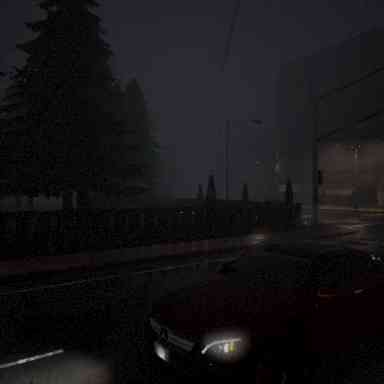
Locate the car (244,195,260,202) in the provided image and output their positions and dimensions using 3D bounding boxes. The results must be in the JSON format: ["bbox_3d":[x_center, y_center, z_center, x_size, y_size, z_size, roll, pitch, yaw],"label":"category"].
[{"bbox_3d":[13.855,1.469,76.265,1.812,1.442,4.674,0,0,36],"label":"car"}]

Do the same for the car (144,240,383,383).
[{"bbox_3d":[1.552,1.526,5.083,4.674,1.442,1.812,0,0,-36],"label":"car"}]

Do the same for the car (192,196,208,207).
[{"bbox_3d":[1.217,1.422,52.383,1.882,1.535,5.008,0,0,-6],"label":"car"}]

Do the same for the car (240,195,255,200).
[{"bbox_3d":[8.352,1.492,51.179,2.033,1.411,5.357,0,0,-10],"label":"car"}]

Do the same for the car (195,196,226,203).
[{"bbox_3d":[2.498,1.470,36.813,1.812,1.442,4.674,0,0,-28],"label":"car"}]

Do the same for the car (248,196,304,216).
[{"bbox_3d":[7.289,1.422,28.800,1.882,1.535,5.008,0,0,-33],"label":"car"}]

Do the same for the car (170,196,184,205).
[{"bbox_3d":[-2.551,1.436,56.516,2.128,1.511,4.902,0,0,0],"label":"car"}]

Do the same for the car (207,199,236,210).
[{"bbox_3d":[3.673,1.545,42.243,1.895,1.301,4.718,0,0,-20],"label":"car"}]

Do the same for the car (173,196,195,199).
[{"bbox_3d":[-1.213,1.470,46.286,1.812,1.442,4.674,0,0,-14],"label":"car"}]

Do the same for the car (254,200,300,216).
[{"bbox_3d":[8.461,1.508,33.443,1.994,1.385,4.181,0,0,-32],"label":"car"}]
